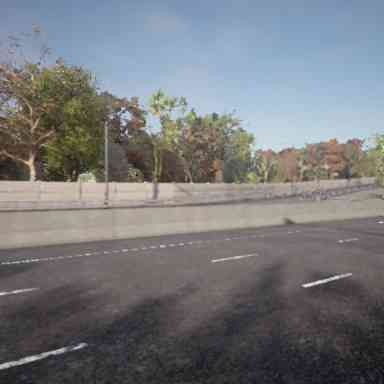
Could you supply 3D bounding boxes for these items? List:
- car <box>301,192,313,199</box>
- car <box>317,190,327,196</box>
[{"bbox_3d":[25.806,0.731,74.811,1.837,1.490,4.892,0,1,32],"label":"car"},{"bbox_3d":[34.484,0.261,88.037,2.128,1.511,4.902,0,2,34],"label":"car"}]
